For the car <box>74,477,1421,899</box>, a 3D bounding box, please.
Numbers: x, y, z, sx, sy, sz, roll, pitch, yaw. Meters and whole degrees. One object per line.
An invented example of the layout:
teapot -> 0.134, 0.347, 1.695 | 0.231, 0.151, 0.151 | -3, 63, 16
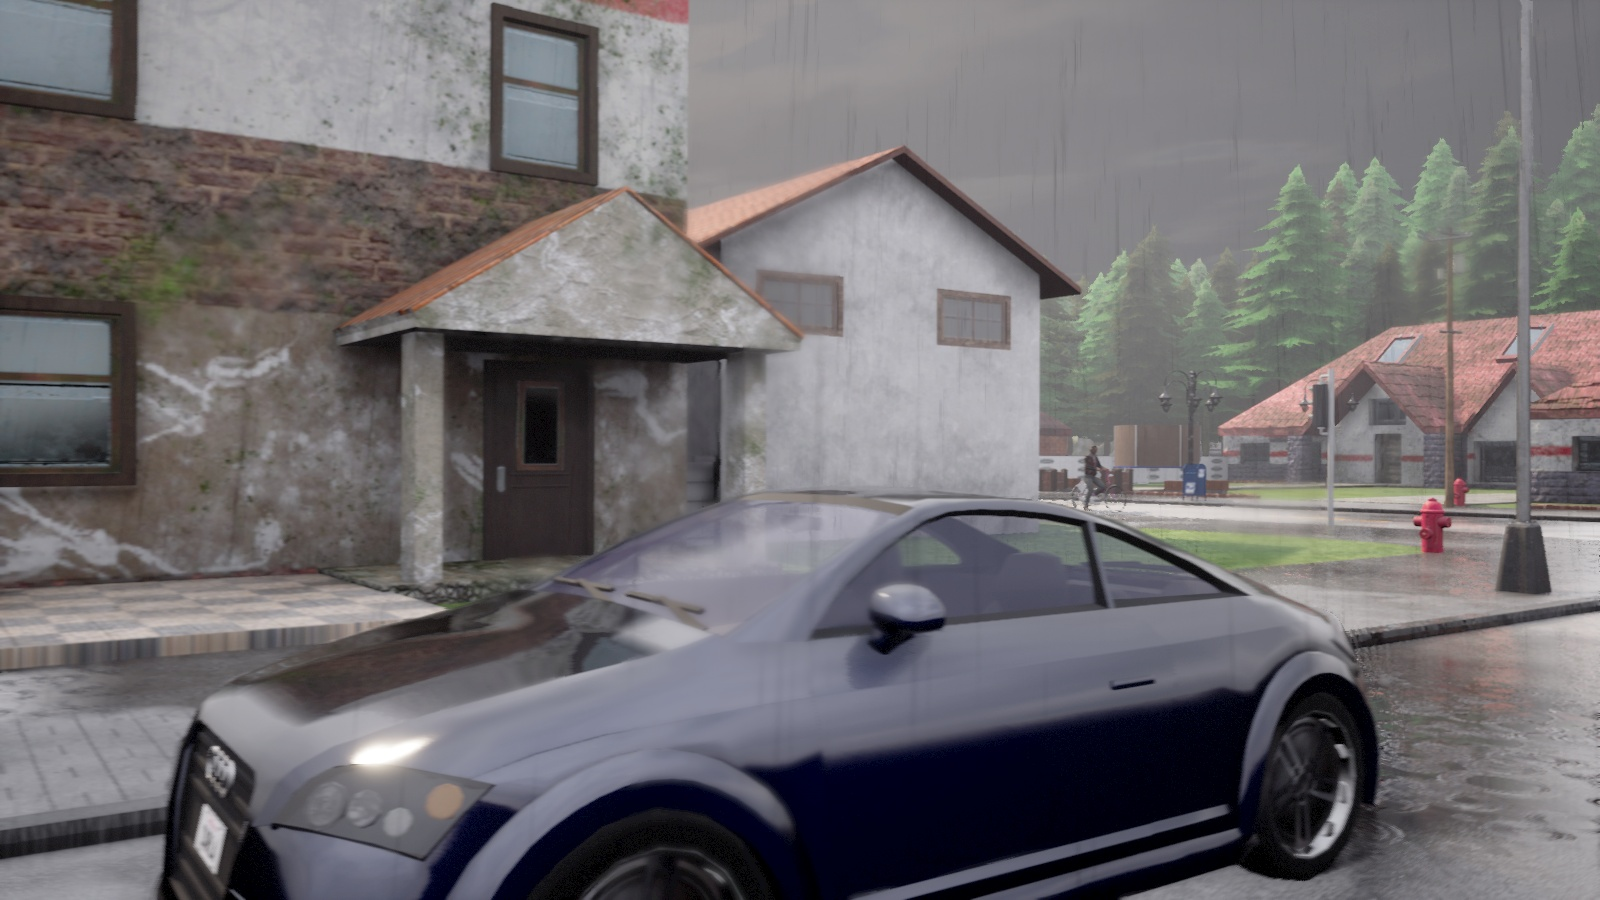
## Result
car -> 0.024, 0.823, 4.291 | 4.181, 1.385, 1.994 | 0, 0, -35

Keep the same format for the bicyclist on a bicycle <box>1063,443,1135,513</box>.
bicyclist on a bicycle -> 7.783, 0.718, 32.766 | 0.659, 1.776, 1.843 | 0, 0, -36
